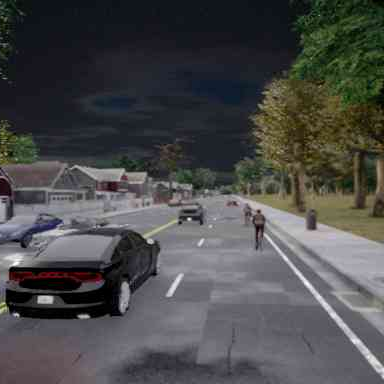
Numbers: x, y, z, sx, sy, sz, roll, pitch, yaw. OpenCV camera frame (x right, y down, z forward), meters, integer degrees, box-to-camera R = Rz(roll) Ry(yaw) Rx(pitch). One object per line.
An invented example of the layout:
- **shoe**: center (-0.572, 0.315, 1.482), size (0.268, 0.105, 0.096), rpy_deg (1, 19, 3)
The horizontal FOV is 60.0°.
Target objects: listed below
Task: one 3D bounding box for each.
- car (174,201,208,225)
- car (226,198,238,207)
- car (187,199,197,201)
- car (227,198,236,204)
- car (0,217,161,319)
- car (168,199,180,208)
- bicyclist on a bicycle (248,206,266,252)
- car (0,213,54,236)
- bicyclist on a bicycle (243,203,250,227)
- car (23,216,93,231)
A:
- **car**: center (0.084, 1.692, 26.083), size (1.837, 1.490, 4.892), rpy_deg (-1, 0, 7)
- **car**: center (7.246, 1.868, 59.899), size (1.812, 1.442, 4.674), rpy_deg (-1, 0, 7)
- **car**: center (-0.015, 1.912, 55.225), size (1.837, 1.490, 4.892), rpy_deg (-1, 0, 7)
- **car**: center (8.706, 2.014, 73.433), size (1.895, 1.301, 4.718), rpy_deg (-1, 0, 7)
- **car**: center (-2.031, 1.561, 7.716), size (1.882, 1.535, 5.008), rpy_deg (-1, 0, 7)
- **car**: center (-2.960, 1.947, 57.938), size (1.882, 1.535, 5.008), rpy_deg (-1, 0, 7)
- **bicyclist on a bicycle**: center (2.674, 1.510, 13.206), size (0.582, 1.620, 1.656), rpy_deg (-1, -1, 6)
- **car**: center (-7.814, 1.749, 16.068), size (1.812, 1.442, 4.674), rpy_deg (-1, 0, 7)
- **bicyclist on a bicycle**: center (3.704, 1.560, 22.150), size (0.582, 1.620, 1.656), rpy_deg (-1, -1, 7)
- **car**: center (-4.760, 1.768, 14.189), size (1.895, 1.301, 4.718), rpy_deg (-1, 0, 7)
